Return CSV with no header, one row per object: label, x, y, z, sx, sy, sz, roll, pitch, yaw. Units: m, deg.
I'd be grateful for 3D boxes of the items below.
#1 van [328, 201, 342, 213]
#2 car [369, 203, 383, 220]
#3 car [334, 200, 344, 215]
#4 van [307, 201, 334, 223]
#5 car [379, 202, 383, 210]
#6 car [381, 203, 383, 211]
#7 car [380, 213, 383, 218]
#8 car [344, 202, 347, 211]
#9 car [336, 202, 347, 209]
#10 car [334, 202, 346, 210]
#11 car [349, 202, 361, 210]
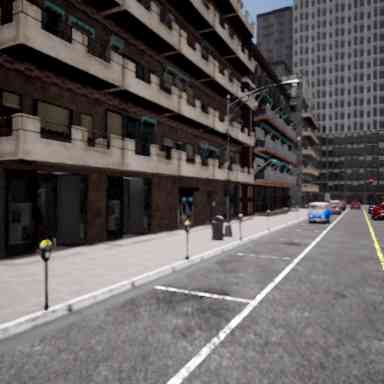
van,21.427,2.188,49.811,1.690,1.788,3.998,-1,-1,27
car,20.192,2.130,35.421,1.882,1.535,5.008,0,-1,27
car,18.939,2.200,44.851,1.967,1.590,4.097,-1,-1,27
van,11.472,1.839,29.976,1.690,1.788,3.998,-1,-1,27
car,38.511,2.744,66.278,1.752,1.417,4.829,-1,-1,27
car,35.946,2.675,61.166,1.887,1.381,4.507,-1,-1,27
car,10.578,1.812,15.704,1.837,1.490,4.892,0,-1,41
car,26.405,2.335,59.730,2.192,1.841,5.009,-1,-1,27
car,31.383,2.738,69.643,1.887,1.381,4.507,-1,-1,27
car,28.894,2.672,64.684,1.947,1.339,4.313,-1,-1,27
car,31.787,2.612,64.708,1.882,1.535,5.008,0,-1,27
